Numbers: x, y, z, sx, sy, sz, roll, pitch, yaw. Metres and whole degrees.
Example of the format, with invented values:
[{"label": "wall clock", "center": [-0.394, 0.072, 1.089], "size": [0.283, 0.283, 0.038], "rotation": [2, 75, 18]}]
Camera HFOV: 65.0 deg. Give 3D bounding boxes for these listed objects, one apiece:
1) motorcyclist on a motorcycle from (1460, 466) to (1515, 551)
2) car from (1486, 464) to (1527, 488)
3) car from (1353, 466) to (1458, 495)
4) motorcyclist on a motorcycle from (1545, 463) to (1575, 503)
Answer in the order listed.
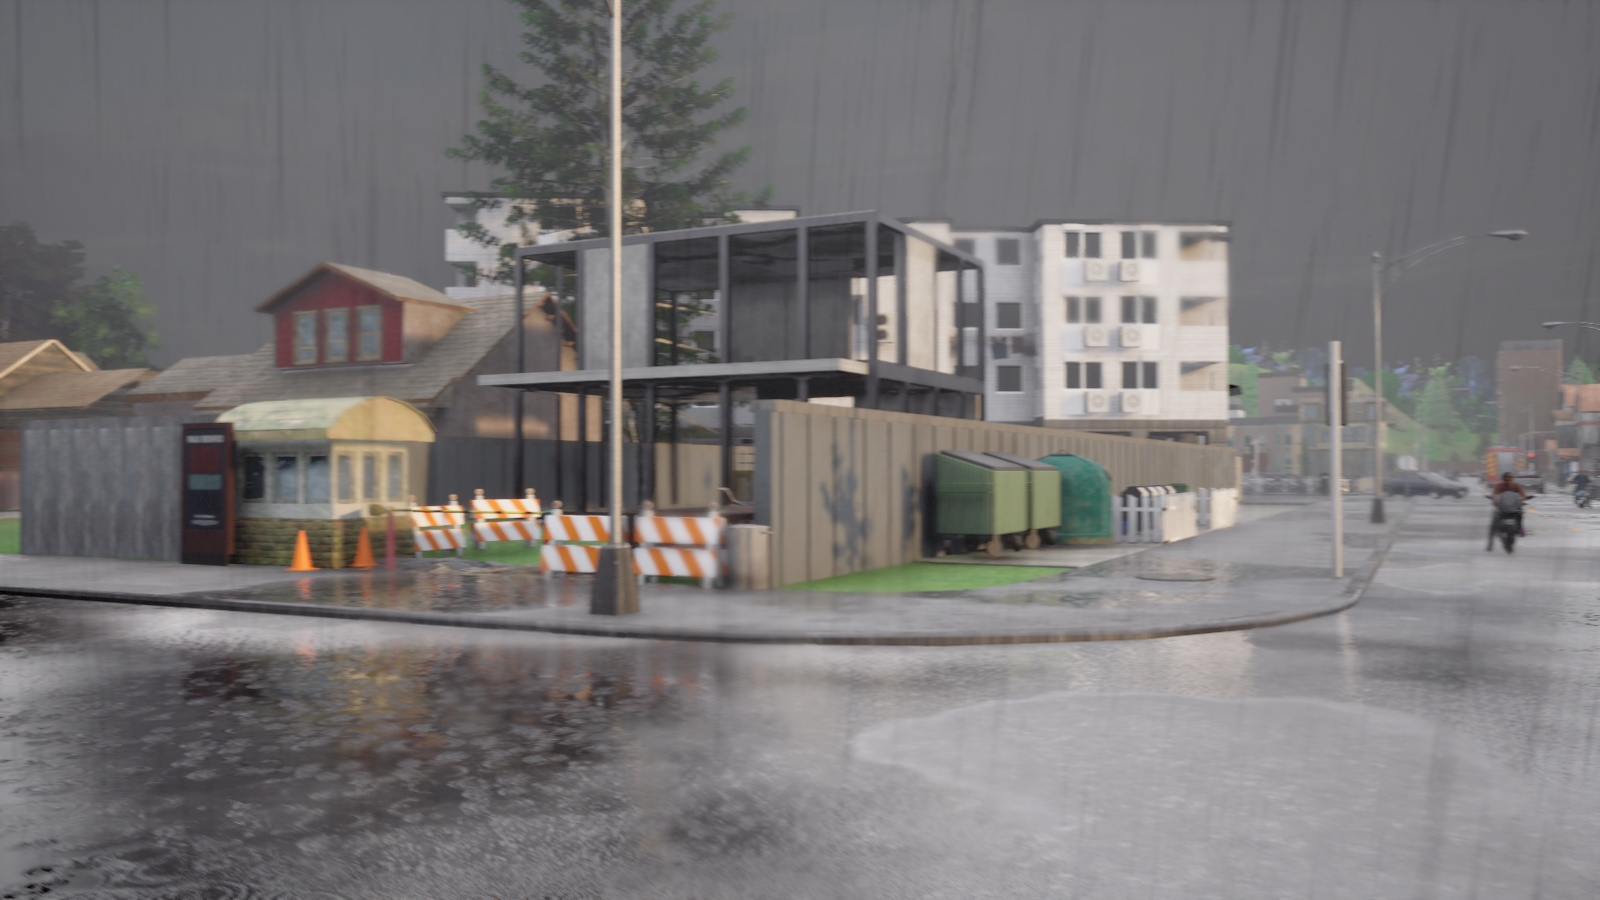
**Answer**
[{"label": "motorcyclist on a motorcycle", "center": [12.999, 1.073, 23.781], "size": [0.797, 1.523, 2.044], "rotation": [-1, -1, 26]}, {"label": "car", "center": [47.005, 1.728, 83.635], "size": [2.128, 1.511, 4.902], "rotation": [-1, -1, 26]}, {"label": "car", "center": [32.645, 1.646, 67.848], "size": [2.163, 1.488, 4.792], "rotation": [0, -1, -26]}, {"label": "motorcyclist on a motorcycle", "center": [31.033, 1.333, 51.308], "size": [0.866, 1.590, 1.817], "rotation": [-1, -1, 26]}]
